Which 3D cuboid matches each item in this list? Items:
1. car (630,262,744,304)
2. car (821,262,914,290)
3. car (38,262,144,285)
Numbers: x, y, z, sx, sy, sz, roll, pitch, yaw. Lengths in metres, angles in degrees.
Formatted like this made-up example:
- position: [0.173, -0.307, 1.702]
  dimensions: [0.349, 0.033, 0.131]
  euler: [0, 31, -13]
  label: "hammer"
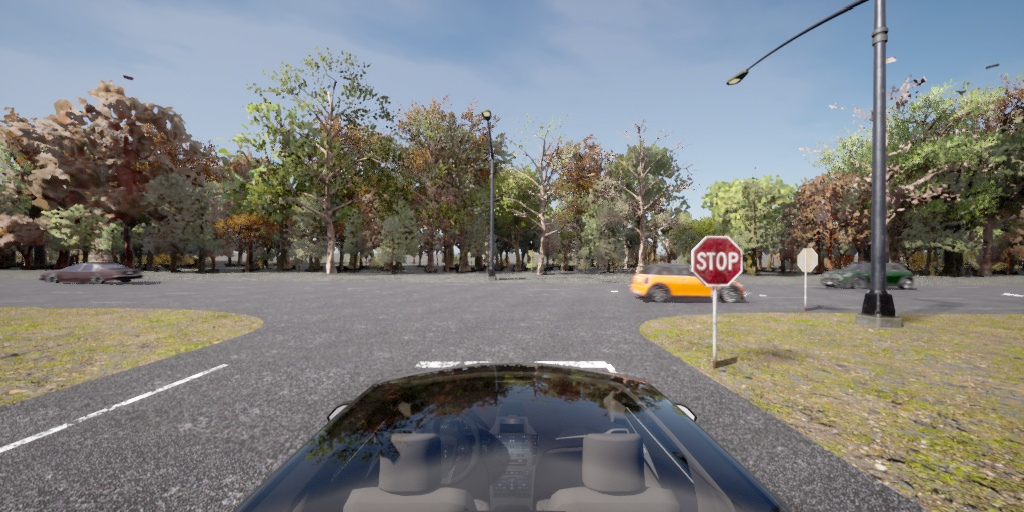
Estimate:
- position: [7.869, 1.141, 16.248]
  dimensions: [4.553, 1.767, 2.097]
  euler: [0, 0, 0]
  label: "car"
- position: [22.804, 1.179, 23.141]
  dimensions: [4.553, 1.767, 2.097]
  euler: [1, 0, 0]
  label: "car"
- position: [-27.688, 1.132, 23.716]
  dimensions: [5.357, 1.411, 2.033]
  euler: [0, 0, 2]
  label: "car"
